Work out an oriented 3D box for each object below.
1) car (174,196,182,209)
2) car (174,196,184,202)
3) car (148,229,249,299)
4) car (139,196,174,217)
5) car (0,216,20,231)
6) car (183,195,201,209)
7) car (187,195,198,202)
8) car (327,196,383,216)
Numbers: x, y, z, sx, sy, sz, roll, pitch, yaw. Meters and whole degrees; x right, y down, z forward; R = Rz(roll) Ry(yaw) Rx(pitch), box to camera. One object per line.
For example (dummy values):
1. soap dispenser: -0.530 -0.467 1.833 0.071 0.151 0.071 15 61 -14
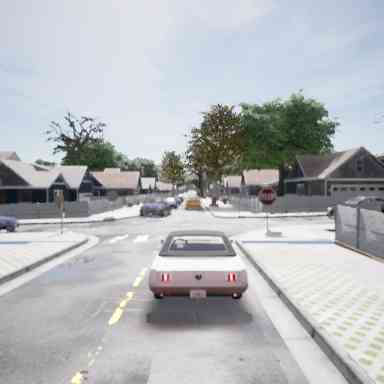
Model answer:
1. car: -2.766 1.437 42.612 2.033 1.411 5.357 0 0 0
2. car: -2.624 1.429 68.810 1.895 1.301 4.718 0 0 0
3. car: 0.120 1.588 8.356 1.895 1.301 4.718 0 0 0
4. car: -3.242 1.279 29.866 2.097 1.767 4.553 0 0 6
5. car: -13.004 1.799 20.207 4.674 1.442 1.812 -2 0 2
6. car: 0.183 1.363 43.987 1.882 1.535 5.008 0 0 0
7. car: 0.158 1.315 68.519 2.128 1.511 4.902 0 0 1
8. car: 12.049 1.057 23.362 4.902 1.511 2.128 -2 0 0
